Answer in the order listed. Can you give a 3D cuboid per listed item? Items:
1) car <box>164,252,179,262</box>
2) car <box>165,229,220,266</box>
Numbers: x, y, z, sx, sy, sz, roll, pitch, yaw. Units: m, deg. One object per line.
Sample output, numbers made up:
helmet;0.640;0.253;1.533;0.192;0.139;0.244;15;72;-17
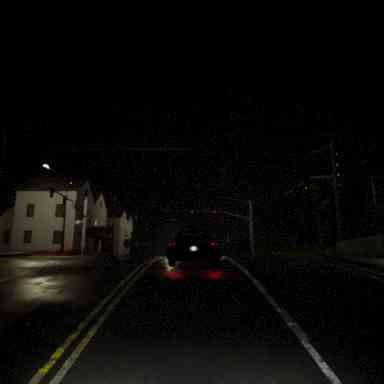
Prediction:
car;-3.549;11.402;58.159;2.128;1.511;4.902;0;-12;1
car;0.071;2.241;13.691;1.994;1.385;4.181;0;-8;0
